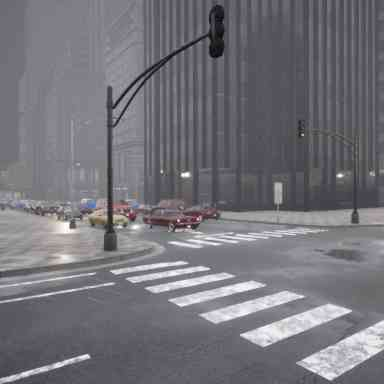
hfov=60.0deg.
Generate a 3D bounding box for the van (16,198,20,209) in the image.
[{"bbox_3d":[-26.114,2.122,52.448,1.690,1.788,3.998,-1,0,-35],"label":"van"}]

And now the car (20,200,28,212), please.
[{"bbox_3d":[-23.284,2.156,48.463,1.967,1.590,4.097,-1,0,-35],"label":"car"}]

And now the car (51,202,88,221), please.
[{"bbox_3d":[-11.969,2.003,32.527,2.008,1.369,4.403,-1,0,-35],"label":"car"}]

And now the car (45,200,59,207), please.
[{"bbox_3d":[-31.649,2.593,74.980,1.947,1.339,4.313,-1,0,-35],"label":"car"}]

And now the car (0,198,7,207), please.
[{"bbox_3d":[-41.208,2.665,73.717,1.887,1.381,4.507,-1,0,-35],"label":"car"}]

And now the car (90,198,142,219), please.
[{"bbox_3d":[-7.011,1.598,30.161,2.150,2.045,5.566,0,-1,-35],"label":"car"}]

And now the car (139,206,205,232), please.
[{"bbox_3d":[-1.458,1.846,22.337,1.895,1.301,4.718,0,-1,-35],"label":"car"}]

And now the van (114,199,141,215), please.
[{"bbox_3d":[-8.178,1.831,41.941,1.690,1.788,3.998,-1,0,-35],"label":"van"}]

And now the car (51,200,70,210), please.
[{"bbox_3d":[-22.977,2.270,58.005,1.882,1.535,5.008,0,-1,-35],"label":"car"}]

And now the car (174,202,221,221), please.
[{"bbox_3d":[0.646,1.828,29.486,1.887,1.381,4.507,-1,0,-35],"label":"car"}]

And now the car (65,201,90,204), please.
[{"bbox_3d":[-13.067,2.065,38.701,2.033,1.411,5.357,0,-1,-35],"label":"car"}]

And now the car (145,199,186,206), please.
[{"bbox_3d":[-2.299,1.667,33.638,2.192,1.841,5.009,-1,0,-35],"label":"car"}]

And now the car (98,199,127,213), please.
[{"bbox_3d":[-11.118,1.874,46.093,2.192,1.841,5.009,-1,0,-35],"label":"car"}]

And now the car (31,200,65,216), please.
[{"bbox_3d":[-17.631,1.900,40.495,2.192,1.841,5.009,-1,0,-35],"label":"car"}]

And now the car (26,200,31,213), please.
[{"bbox_3d":[-20.454,2.195,44.480,1.887,1.381,4.507,-1,0,-35],"label":"car"}]

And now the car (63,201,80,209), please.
[{"bbox_3d":[-22.615,2.405,62.253,1.802,1.307,4.206,-1,0,-35],"label":"car"}]

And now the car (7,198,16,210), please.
[{"bbox_3d":[-31.872,2.353,60.561,1.967,1.590,4.097,-1,0,-35],"label":"car"}]

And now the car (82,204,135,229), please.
[{"bbox_3d":[-6.215,1.843,24.420,1.752,1.417,4.829,-1,0,-35],"label":"car"}]

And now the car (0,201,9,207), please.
[{"bbox_3d":[-44.319,2.770,78.102,1.802,1.307,4.206,-1,0,-35],"label":"car"}]

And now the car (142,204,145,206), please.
[{"bbox_3d":[-5.232,2.003,37.789,1.802,1.307,4.206,-1,0,-35],"label":"car"}]

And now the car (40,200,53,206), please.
[{"bbox_3d":[-34.661,2.659,79.223,1.947,1.339,4.313,-1,0,-35],"label":"car"}]

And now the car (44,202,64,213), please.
[{"bbox_3d":[-20.424,2.215,49.180,1.812,1.442,4.674,0,-1,-35],"label":"car"}]
